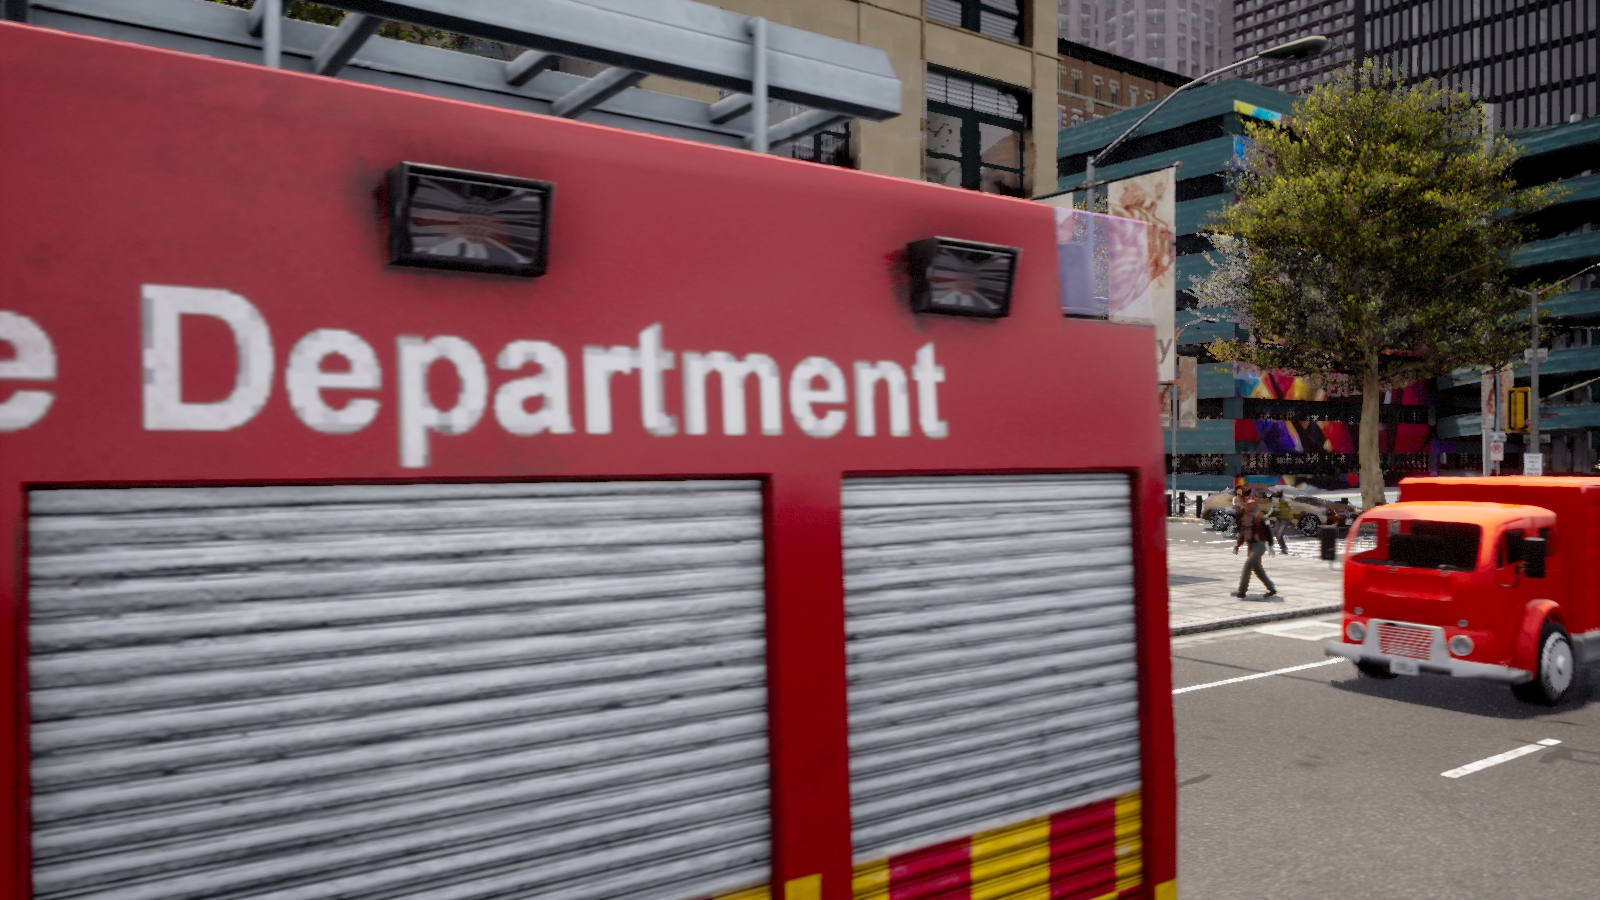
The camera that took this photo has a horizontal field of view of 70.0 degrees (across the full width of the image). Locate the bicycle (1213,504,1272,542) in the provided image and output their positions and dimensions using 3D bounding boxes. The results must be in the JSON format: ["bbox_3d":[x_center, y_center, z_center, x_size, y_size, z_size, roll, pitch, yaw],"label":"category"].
[{"bbox_3d":[13.739,2.252,35.483,0.859,1.080,1.487,0,0,-33],"label":"bicycle"}]

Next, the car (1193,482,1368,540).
[{"bbox_3d":[16.047,1.987,38.415,2.152,1.651,5.027,0,0,-35],"label":"car"}]

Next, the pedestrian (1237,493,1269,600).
[{"bbox_3d":[8.013,1.694,20.215,0.375,1.860,0.375,0,0,-16],"label":"pedestrian"}]

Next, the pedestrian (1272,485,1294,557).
[{"bbox_3d":[12.628,1.845,29.872,0.375,1.860,0.375,0,0,-28],"label":"pedestrian"}]

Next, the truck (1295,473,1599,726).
[{"bbox_3d":[8.844,1.565,14.127,5.204,2.467,2.627,0,0,-34],"label":"truck"}]
